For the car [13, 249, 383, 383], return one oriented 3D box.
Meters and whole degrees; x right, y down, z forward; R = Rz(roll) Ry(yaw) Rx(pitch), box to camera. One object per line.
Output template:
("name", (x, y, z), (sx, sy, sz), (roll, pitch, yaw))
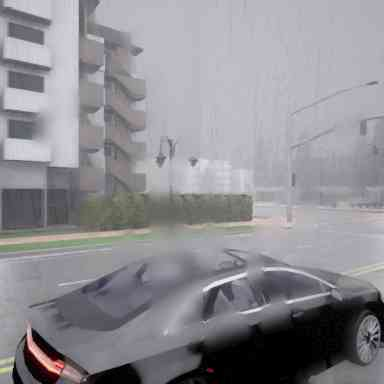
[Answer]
("car", (0.551, 1.491, 4.150), (4.902, 1.511, 2.128), (0, 0, -35))
